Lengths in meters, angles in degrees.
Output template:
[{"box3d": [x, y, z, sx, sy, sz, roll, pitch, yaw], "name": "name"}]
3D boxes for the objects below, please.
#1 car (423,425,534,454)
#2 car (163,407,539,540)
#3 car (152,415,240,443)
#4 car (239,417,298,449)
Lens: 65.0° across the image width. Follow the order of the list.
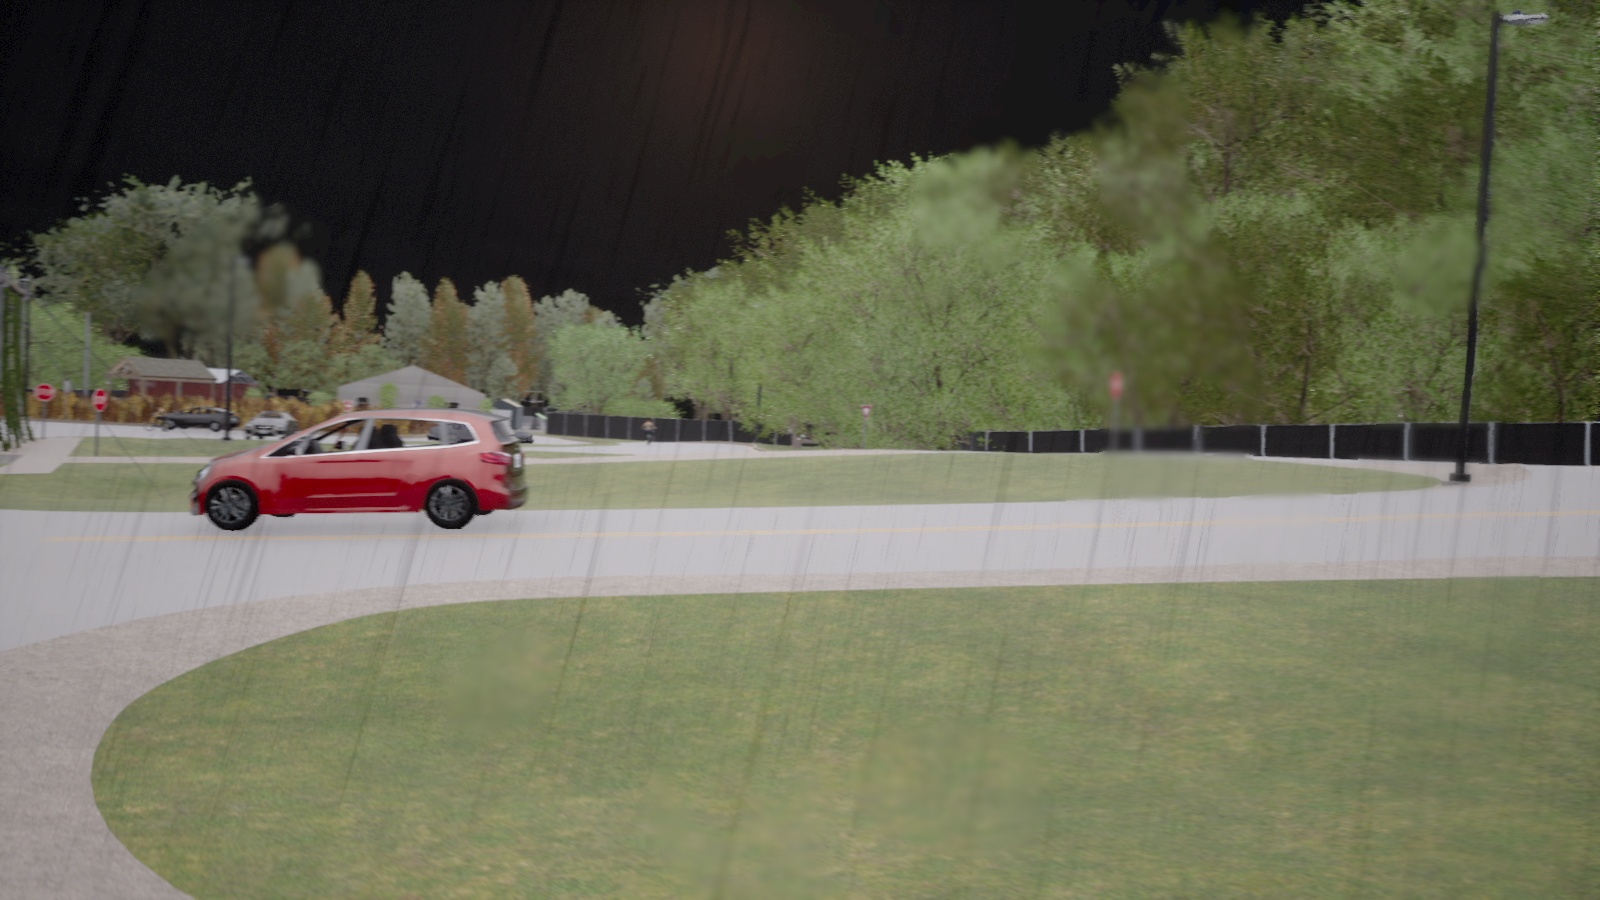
[{"box3d": [-16.617, -0.565, 65.154, 5.357, 1.411, 2.033, 0, 1, -7], "name": "car"}, {"box3d": [-6.283, 0.272, 18.125, 4.611, 1.667, 2.242, -1, 3, -3], "name": "car"}, {"box3d": [-37.710, -1.330, 78.481, 4.514, 1.525, 2.007, 2, 2, 1], "name": "car"}, {"box3d": [-29.171, -0.966, 69.066, 2.152, 1.651, 5.027, 0, 1, -13], "name": "car"}]
